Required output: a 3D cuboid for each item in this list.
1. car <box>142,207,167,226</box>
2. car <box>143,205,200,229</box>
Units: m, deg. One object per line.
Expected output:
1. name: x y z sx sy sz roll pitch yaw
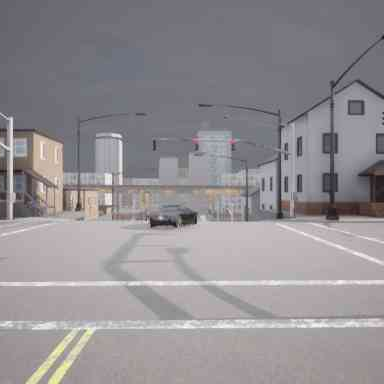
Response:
1. car: -3.670 2.536 33.444 1.882 1.535 5.008 0 -9 1
2. car: -1.055 1.524 21.637 1.994 1.385 4.181 1 0 24
